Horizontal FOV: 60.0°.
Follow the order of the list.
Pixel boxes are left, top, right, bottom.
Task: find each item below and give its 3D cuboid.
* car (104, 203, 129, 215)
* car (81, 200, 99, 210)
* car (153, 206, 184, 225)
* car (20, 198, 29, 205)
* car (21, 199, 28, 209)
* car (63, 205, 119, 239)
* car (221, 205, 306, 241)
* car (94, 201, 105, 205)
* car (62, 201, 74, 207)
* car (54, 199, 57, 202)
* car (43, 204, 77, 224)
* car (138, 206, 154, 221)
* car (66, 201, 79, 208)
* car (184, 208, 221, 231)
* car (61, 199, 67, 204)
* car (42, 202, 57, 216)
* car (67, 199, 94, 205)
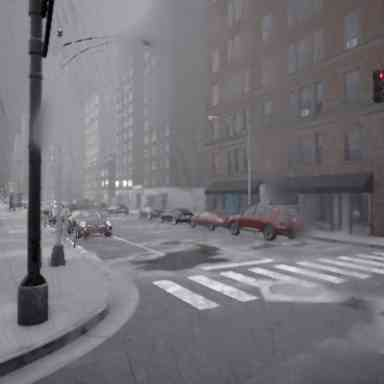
[{"bbox_3d":[-9.480,2.247,42.901,1.947,1.339,4.313,1,-1,-29],"label":"car"},{"bbox_3d":[-18.115,2.261,58.689,2.097,1.767,4.553,1,-1,-29],"label":"car"},{"bbox_3d":[-1.323,2.037,28.478,1.947,1.339,4.313,1,-1,-29],"label":"car"},{"bbox_3d":[-38.650,2.726,77.158,1.802,1.307,4.206,1,-1,-29],"label":"car"},{"bbox_3d":[-30.490,2.503,62.732,1.947,1.339,4.313,1,-1,-29],"label":"car"},{"bbox_3d":[-6.012,1.751,19.455,1.967,1.590,4.097,1,-1,-29],"label":"car"},{"bbox_3d":[4.116,1.645,18.868,2.192,1.841,5.009,1,-1,-29],"label":"car"},{"bbox_3d":[-14.655,2.326,52.636,1.837,1.490,4.892,1,-1,-29],"label":"car"},{"bbox_3d":[-28.513,2.715,76.554,2.008,1.369,4.403,1,-1,-29],"label":"car"},{"bbox_3d":[-33.951,2.618,86.173,2.192,1.841,5.009,1,-1,-29],"label":"car"},{"bbox_3d":[-11.452,2.002,29.071,2.008,1.369,4.403,1,-1,-29],"label":"car"},{"bbox_3d":[-4.042,2.092,33.287,2.008,1.369,4.403,1,-1,-29],"label":"car"},{"bbox_3d":[-25.794,2.646,71.747,2.008,1.369,4.403,1,-1,-29],"label":"car"},{"bbox_3d":[1.396,1.983,23.671,1.802,1.307,4.206,1,-1,-29],"label":"car"},{"bbox_3d":[-21.835,2.431,59.143,1.812,1.442,4.674,1,-1,-29],"label":"car"},{"bbox_3d":[-16.891,2.136,38.689,1.887,1.381,4.507,1,-1,-29],"label":"car"},{"bbox_3d":[-17.065,2.005,50.715,2.150,2.045,5.566,1,-1,-29],"label":"car"}]
